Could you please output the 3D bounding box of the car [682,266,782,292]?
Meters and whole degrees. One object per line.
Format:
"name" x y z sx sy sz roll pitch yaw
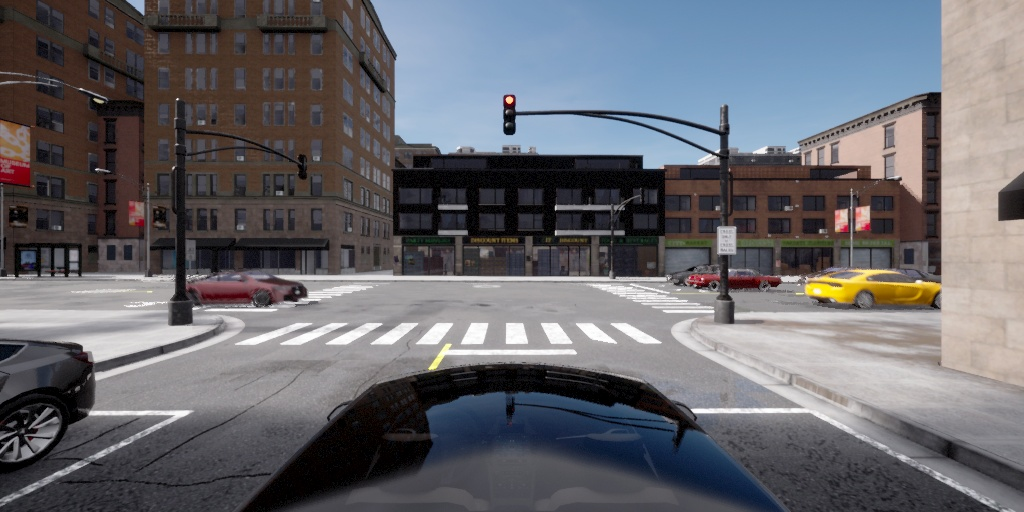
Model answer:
"car" 13.079 1.424 21.355 4.718 1.301 1.895 0 0 -1

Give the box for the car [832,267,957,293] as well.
"car" 22.726 1.421 21.479 5.357 1.411 2.033 0 0 -1

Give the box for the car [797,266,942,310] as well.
"car" 14.938 1.310 14.675 5.008 1.535 1.882 0 0 -1

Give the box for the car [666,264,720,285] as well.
"car" 13.170 1.329 24.605 4.892 1.490 1.837 0 0 -1

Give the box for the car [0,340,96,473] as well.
"car" -5.388 1.316 2.113 1.948 1.339 4.313 0 0 0

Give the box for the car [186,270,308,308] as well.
"car" -10.598 1.270 14.344 4.181 1.385 1.994 0 0 -1

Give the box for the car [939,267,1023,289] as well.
"car" 32.838 1.492 24.855 4.181 1.385 1.994 0 0 -1

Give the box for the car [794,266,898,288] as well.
"car" 22.914 1.422 24.735 5.357 1.411 2.033 0 0 -1
